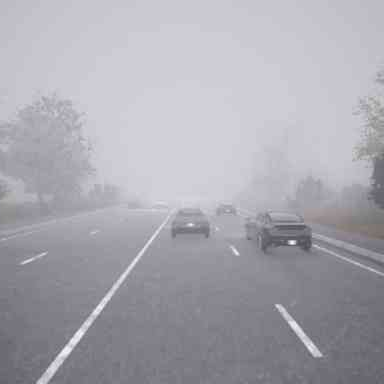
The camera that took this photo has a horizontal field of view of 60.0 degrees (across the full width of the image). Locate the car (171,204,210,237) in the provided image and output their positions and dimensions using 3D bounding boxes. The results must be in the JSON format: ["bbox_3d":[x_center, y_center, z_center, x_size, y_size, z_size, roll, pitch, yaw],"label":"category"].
[{"bbox_3d":[-0.091,1.558,18.136,1.994,1.385,4.181,0,0,-1],"label":"car"}]

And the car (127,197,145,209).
[{"bbox_3d":[-7.631,1.497,45.444,1.837,1.490,4.892,0,0,-1],"label":"car"}]

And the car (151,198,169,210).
[{"bbox_3d":[-4.116,1.515,44.110,1.812,1.442,4.674,0,0,-1],"label":"car"}]

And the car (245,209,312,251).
[{"bbox_3d":[3.462,1.498,13.979,1.837,1.490,4.892,0,0,-1],"label":"car"}]

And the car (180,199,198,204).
[{"bbox_3d":[-0.305,1.515,35.719,1.812,1.442,4.674,0,0,-1],"label":"car"}]

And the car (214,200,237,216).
[{"bbox_3d":[3.223,1.513,32.529,1.812,1.442,4.674,0,0,-1],"label":"car"}]
